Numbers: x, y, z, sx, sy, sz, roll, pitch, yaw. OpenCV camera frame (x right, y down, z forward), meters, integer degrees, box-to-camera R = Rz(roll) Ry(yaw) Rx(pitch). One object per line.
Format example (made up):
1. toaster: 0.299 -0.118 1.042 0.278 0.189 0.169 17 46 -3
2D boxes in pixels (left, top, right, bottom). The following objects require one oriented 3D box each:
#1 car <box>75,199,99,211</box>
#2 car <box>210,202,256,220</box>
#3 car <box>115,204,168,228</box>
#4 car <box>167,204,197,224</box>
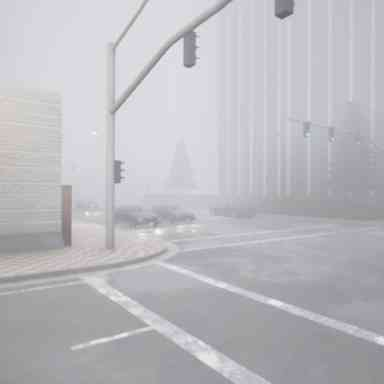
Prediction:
1. car: -13.625 1.628 43.006 2.128 1.511 4.902 0 0 -35
2. car: 3.685 1.666 30.873 1.882 1.535 5.008 0 0 -36
3. car: -4.142 1.662 23.599 2.033 1.411 5.357 0 0 -36
4. car: -1.840 1.681 26.396 2.033 1.411 5.357 0 0 -36
